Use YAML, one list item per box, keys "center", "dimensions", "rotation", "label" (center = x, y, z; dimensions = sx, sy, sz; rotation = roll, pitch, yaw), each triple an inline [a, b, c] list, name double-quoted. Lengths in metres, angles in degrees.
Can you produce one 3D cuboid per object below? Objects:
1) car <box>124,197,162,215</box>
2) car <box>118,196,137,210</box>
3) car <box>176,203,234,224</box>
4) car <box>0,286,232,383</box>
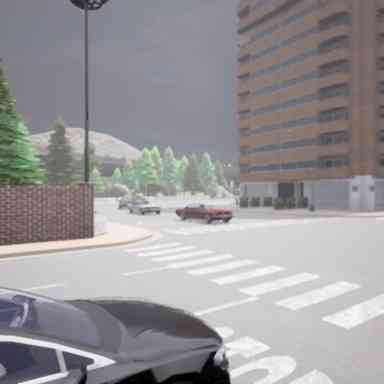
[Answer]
- center: [-4.653, 1.483, 32.331]
  dimensions: [1.895, 1.301, 4.718]
  rotation: [0, 0, -30]
  label: "car"
- center: [-8.226, 1.397, 41.886]
  dimensions: [1.812, 1.442, 4.674]
  rotation: [0, 0, -11]
  label: "car"
- center: [0.820, 1.486, 23.883]
  dimensions: [1.895, 1.301, 4.718]
  rotation: [0, 0, -35]
  label: "car"
- center: [-1.853, 1.492, 2.425]
  dimensions: [4.902, 1.511, 2.128]
  rotation: [0, 0, -36]
  label: "car"
